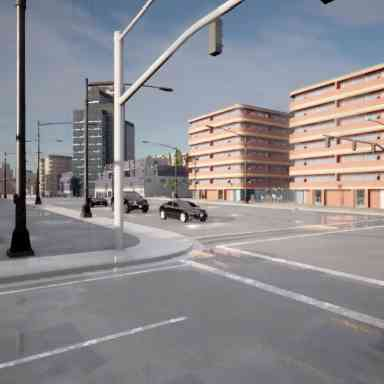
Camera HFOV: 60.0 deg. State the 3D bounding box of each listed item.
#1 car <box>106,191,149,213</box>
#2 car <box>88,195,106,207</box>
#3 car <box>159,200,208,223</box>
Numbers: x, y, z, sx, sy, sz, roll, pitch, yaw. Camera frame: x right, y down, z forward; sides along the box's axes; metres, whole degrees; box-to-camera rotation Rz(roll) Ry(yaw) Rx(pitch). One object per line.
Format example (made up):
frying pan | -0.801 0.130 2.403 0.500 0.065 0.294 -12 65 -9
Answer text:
car | -6.281 0.945 32.984 2.150 2.045 5.566 0 1 -34
car | -11.945 1.111 41.288 1.994 1.385 4.181 0 1 -34
car | -0.719 1.373 24.830 1.837 1.490 4.892 0 1 -34
